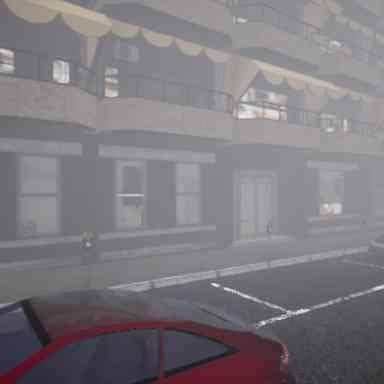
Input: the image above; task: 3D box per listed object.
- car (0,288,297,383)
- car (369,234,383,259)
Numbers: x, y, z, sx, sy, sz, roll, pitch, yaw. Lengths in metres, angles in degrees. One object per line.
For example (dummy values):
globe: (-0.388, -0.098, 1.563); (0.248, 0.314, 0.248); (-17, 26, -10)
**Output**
car: (-1.094, 1.579, 2.539); (4.181, 1.385, 1.994); (1, -1, -34)
car: (8.064, 1.703, 11.925); (4.206, 1.307, 1.802); (1, -1, -34)
